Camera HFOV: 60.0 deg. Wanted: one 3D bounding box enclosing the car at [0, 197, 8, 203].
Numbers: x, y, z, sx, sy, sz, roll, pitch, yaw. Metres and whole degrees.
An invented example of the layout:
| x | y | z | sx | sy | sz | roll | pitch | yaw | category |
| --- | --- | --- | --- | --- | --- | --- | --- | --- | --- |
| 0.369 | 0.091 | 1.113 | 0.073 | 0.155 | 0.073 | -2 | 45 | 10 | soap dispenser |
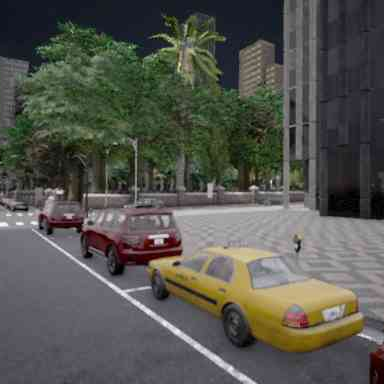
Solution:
| x | y | z | sx | sy | sz | roll | pitch | yaw | category |
| --- | --- | --- | --- | --- | --- | --- | --- | --- | --- |
| -45.264 | 1.963 | 79.579 | 1.752 | 1.417 | 4.829 | 1 | -1 | -32 | car |

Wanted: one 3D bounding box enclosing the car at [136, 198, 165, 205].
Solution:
| x | y | z | sx | sy | sz | roll | pitch | yaw | category |
| --- | --- | --- | --- | --- | --- | --- | --- | --- | --- |
| -5.579 | 1.508 | 39.492 | 4.902 | 1.511 | 2.128 | -1 | 0 | -32 | car |

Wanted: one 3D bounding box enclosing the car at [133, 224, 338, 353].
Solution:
| x | y | z | sx | sy | sz | roll | pitch | yaw | category |
| --- | --- | --- | --- | --- | --- | --- | --- | --- | --- |
| 0.672 | 1.601 | 6.423 | 1.752 | 1.417 | 4.829 | 1 | -1 | -32 | car |

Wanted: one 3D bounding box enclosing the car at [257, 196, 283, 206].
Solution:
| x | y | z | sx | sy | sz | roll | pitch | yaw | category |
| --- | --- | --- | --- | --- | --- | --- | --- | --- | --- |
| 11.821 | 1.362 | 50.293 | 4.181 | 1.385 | 1.994 | -1 | 0 | -32 | car |

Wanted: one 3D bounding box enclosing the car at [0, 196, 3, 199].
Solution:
| x | y | z | sx | sy | sz | roll | pitch | yaw | category |
| --- | --- | --- | --- | --- | --- | --- | --- | --- | --- |
| -36.526 | 1.931 | 65.663 | 1.887 | 1.381 | 4.507 | 1 | -1 | -32 | car |

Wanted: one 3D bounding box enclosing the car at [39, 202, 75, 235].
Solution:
| x | y | z | sx | sy | sz | roll | pitch | yaw | category |
| --- | --- | --- | --- | --- | --- | --- | --- | --- | --- |
| -7.990 | 1.480 | 20.222 | 2.192 | 1.841 | 5.009 | 1 | -1 | -32 | car |

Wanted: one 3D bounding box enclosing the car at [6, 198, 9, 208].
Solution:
| x | y | z | sx | sy | sz | roll | pitch | yaw | category |
| --- | --- | --- | --- | --- | --- | --- | --- | --- | --- |
| -24.997 | 1.888 | 47.301 | 1.802 | 1.307 | 4.206 | 1 | -1 | -32 | car |

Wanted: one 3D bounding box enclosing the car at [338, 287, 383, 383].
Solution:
| x | y | z | sx | sy | sz | roll | pitch | yaw | category |
| --- | --- | --- | --- | --- | --- | --- | --- | --- | --- |
| 3.681 | 1.358 | 1.635 | 2.192 | 1.841 | 5.009 | 1 | -1 | -32 | car |

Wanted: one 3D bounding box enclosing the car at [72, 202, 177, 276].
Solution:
| x | y | z | sx | sy | sz | roll | pitch | yaw | category |
| --- | --- | --- | --- | --- | --- | --- | --- | --- | --- |
| -2.154 | 1.422 | 10.928 | 2.192 | 1.841 | 5.009 | 1 | -1 | -32 | car |

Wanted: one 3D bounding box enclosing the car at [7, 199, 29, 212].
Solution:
| x | y | z | sx | sy | sz | roll | pitch | yaw | category |
| --- | --- | --- | --- | --- | --- | --- | --- | --- | --- |
| -22.115 | 1.850 | 42.711 | 1.947 | 1.339 | 4.313 | 1 | -1 | -32 | car |

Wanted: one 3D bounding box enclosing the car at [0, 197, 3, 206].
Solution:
| x | y | z | sx | sy | sz | roll | pitch | yaw | category |
| --- | --- | --- | --- | --- | --- | --- | --- | --- | --- |
| -33.644 | 1.950 | 61.072 | 1.802 | 1.307 | 4.206 | 1 | -1 | -32 | car |

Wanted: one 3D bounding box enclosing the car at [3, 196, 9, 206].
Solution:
| x | y | z | sx | sy | sz | roll | pitch | yaw | category |
| --- | --- | --- | --- | --- | --- | --- | --- | --- | --- |
| -27.878 | 1.768 | 51.893 | 1.967 | 1.590 | 4.097 | 1 | -1 | -32 | car |
